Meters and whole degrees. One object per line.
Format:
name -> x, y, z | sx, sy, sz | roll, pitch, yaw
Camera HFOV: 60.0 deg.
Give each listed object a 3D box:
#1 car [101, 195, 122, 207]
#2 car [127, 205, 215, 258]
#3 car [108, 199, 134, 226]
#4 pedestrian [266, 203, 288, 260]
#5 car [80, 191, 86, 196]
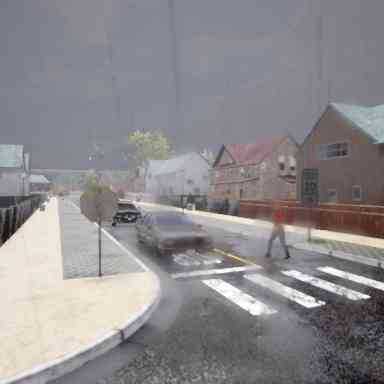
car -> -11.368, 1.206, 46.545 | 2.033, 1.411, 5.357 | 0, 0, -22
car -> -0.948, 1.471, 12.969 | 2.033, 1.411, 5.357 | 0, 0, -20
car -> -4.630, 1.357, 22.144 | 1.837, 1.490, 4.892 | 0, 0, -22
pedestrian -> 2.718, 1.240, 10.611 | 0.375, 1.860, 0.375 | 1, 0, -22
car -> -14.085, 0.886, 45.642 | 2.150, 2.045, 5.566 | 0, 0, -22
